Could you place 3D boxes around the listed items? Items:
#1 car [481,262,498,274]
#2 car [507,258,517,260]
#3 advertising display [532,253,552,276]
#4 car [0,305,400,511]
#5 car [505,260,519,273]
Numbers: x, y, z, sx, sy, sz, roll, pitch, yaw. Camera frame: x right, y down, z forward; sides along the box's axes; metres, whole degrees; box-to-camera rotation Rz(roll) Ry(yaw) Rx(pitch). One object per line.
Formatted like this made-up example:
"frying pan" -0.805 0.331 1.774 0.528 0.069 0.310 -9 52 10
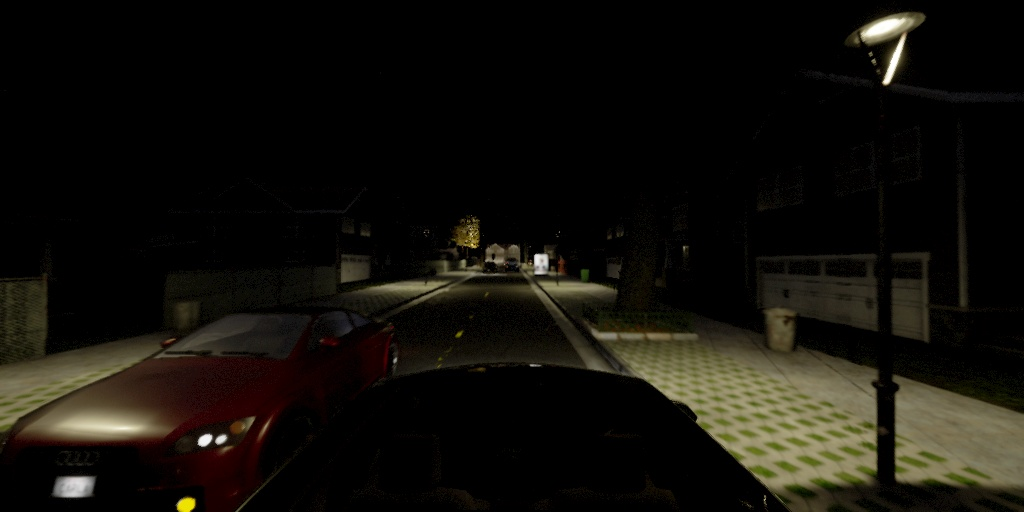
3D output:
"car" -2.845 1.503 46.379 1.837 1.490 4.892 0 0 0
"car" -0.018 1.303 62.515 2.150 2.045 5.566 0 0 0
"advertising display" 2.999 0.972 36.603 1.540 2.440 0.280 0 0 0
"car" -2.850 1.329 4.327 1.994 1.385 4.181 0 0 0
"car" 0.029 1.584 50.380 1.994 1.385 4.181 0 0 0
